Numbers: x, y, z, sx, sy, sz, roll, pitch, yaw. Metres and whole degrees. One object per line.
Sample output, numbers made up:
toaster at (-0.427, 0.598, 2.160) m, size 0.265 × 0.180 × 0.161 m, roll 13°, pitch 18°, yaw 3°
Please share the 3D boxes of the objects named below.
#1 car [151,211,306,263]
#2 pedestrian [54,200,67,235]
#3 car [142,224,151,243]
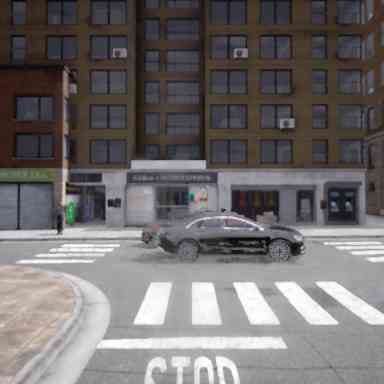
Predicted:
car at (1.269, 1.475, 11.265) m, size 4.902 × 1.511 × 2.128 m, roll 0°, pitch 0°, yaw 0°
pedestrian at (-6.831, 1.290, 17.176) m, size 0.375 × 1.860 × 0.375 m, roll 0°, pitch -1°, yaw 0°
car at (0.219, 1.549, 14.234) m, size 4.674 × 1.442 × 1.812 m, roll -1°, pitch -1°, yaw 0°
